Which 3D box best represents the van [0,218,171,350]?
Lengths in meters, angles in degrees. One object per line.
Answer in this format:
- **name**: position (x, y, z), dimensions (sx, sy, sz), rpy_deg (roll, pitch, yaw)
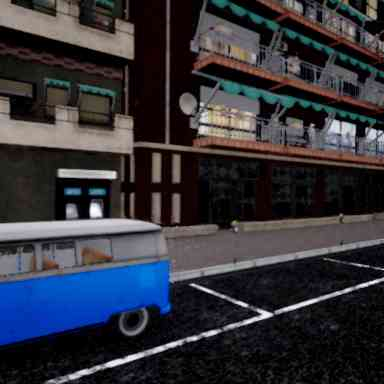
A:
- **van**: position (-2.243, 1.343, 4.952), dimensions (3.998, 1.788, 1.690), rpy_deg (0, 0, -36)
